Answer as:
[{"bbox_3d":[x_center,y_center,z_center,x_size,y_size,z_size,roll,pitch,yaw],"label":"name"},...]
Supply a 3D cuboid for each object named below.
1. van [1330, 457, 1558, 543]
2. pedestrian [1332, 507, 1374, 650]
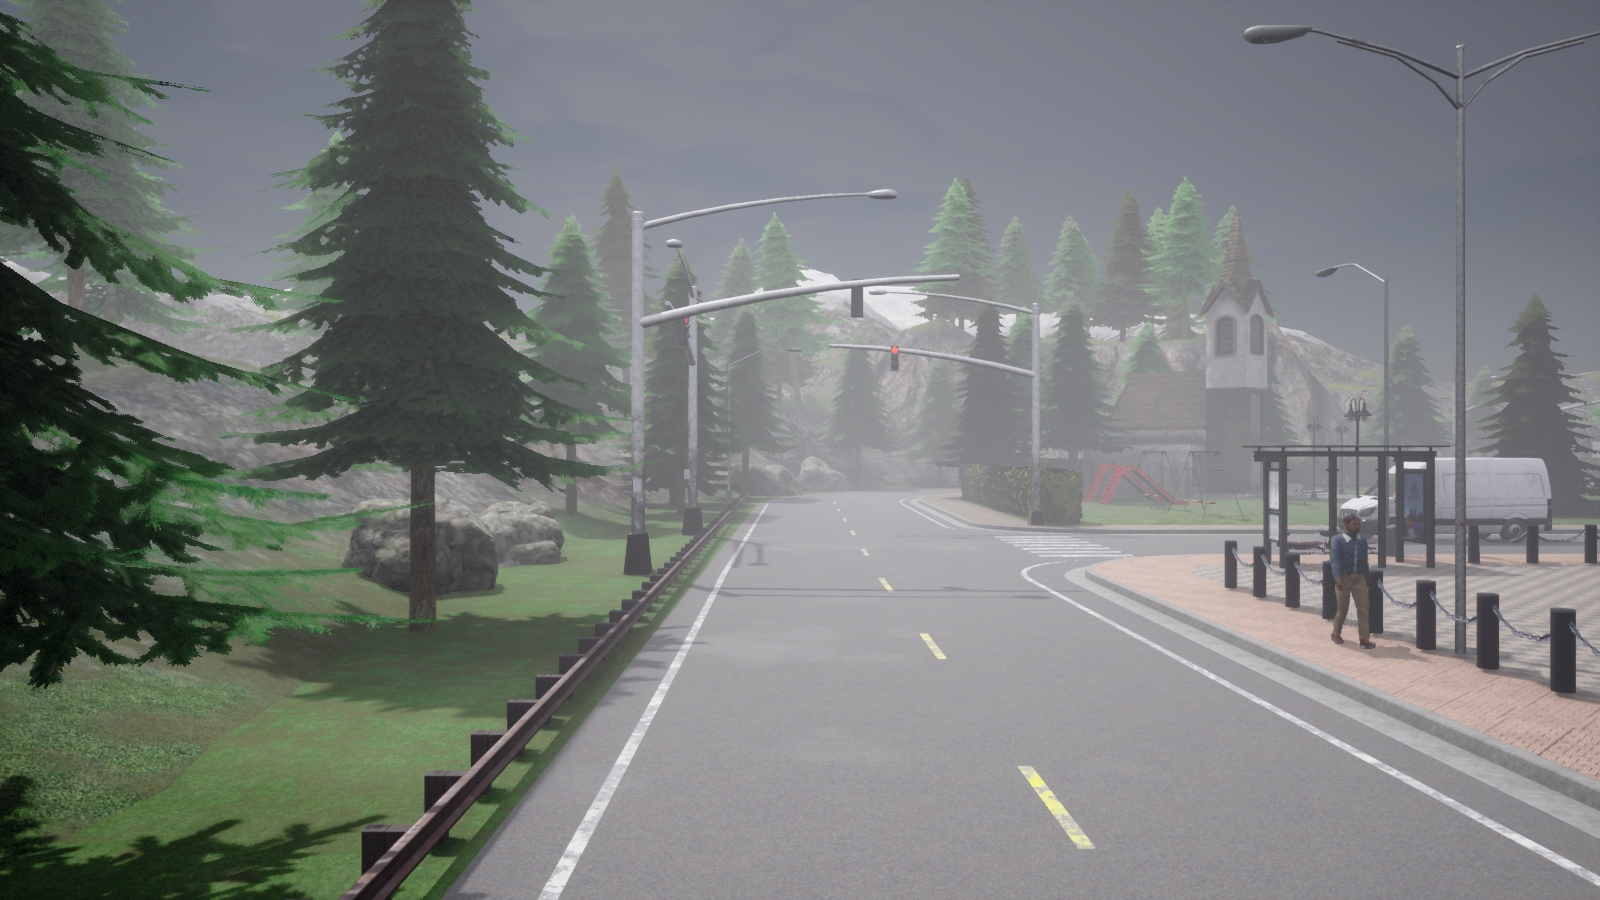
[{"bbox_3d":[19.746,1.515,35.223,5.915,2.561,1.988,0,0,0],"label":"van"},{"bbox_3d":[7.332,1.691,15.163,0.375,1.860,0.375,0,0,-1],"label":"pedestrian"}]
